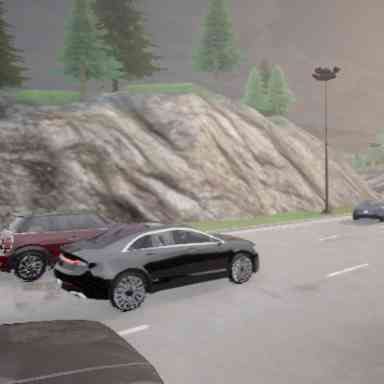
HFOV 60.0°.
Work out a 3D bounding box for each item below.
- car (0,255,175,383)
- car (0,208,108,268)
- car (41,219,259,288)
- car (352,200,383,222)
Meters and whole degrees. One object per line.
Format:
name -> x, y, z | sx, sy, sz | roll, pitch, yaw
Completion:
car -> -2.727, 1.564, 1.801 | 5.357, 1.411, 2.033 | -1, 1, -35
car -> -3.287, 1.314, 10.009 | 4.553, 1.767, 2.097 | -1, 0, -36
car -> -0.547, 1.444, 7.671 | 4.902, 1.511, 2.128 | -1, 1, -36
car -> 12.899, 1.267, 23.367 | 1.994, 1.385, 4.181 | 0, 1, 45
